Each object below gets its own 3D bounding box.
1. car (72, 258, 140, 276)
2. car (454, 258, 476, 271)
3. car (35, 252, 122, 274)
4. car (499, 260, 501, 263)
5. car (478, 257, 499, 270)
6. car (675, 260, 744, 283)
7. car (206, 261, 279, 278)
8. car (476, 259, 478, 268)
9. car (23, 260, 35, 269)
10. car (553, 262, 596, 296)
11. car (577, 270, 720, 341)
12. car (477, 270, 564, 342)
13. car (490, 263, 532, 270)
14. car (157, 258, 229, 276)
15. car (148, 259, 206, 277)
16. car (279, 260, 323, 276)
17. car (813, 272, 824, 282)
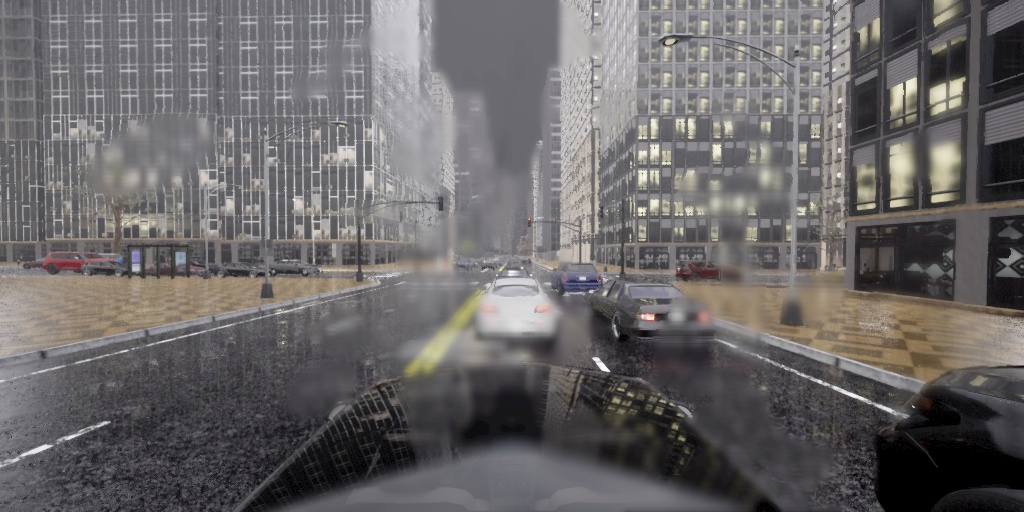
[{"bbox_3d":[-34.067,1.069,30.611,4.313,1.339,1.948,0,0,1],"label":"car"},{"bbox_3d":[-6.576,1.068,49.264,2.097,1.767,4.553,0,0,1],"label":"car"},{"bbox_3d":[-40.008,0.628,33.375,5.566,2.045,2.150,1,1,1],"label":"car"},{"bbox_3d":[-3.267,1.304,61.006,1.895,1.301,4.718,0,0,0],"label":"car"},{"bbox_3d":[-3.292,1.262,51.245,2.033,1.411,5.357,0,0,0],"label":"car"},{"bbox_3d":[16.222,1.269,29.727,5.009,1.841,2.192,0,0,1],"label":"car"},{"bbox_3d":[-22.703,1.174,30.294,4.313,1.339,1.948,0,0,1],"label":"car"},{"bbox_3d":[-6.529,1.211,58.361,1.837,1.490,4.892,0,0,0],"label":"car"},{"bbox_3d":[-50.932,0.793,39.405,4.207,1.307,1.802,0,0,1],"label":"car"},{"bbox_3d":[3.367,1.093,19.185,2.097,1.767,4.553,0,0,0],"label":"car"},{"bbox_3d":[3.360,1.293,9.800,2.033,1.411,5.357,0,0,0],"label":"car"},{"bbox_3d":[0.107,1.272,9.662,1.812,1.442,4.674,0,0,0],"label":"car"},{"bbox_3d":[0.116,1.288,18.906,2.033,1.411,5.357,0,0,0],"label":"car"},{"bbox_3d":[-29.408,0.981,33.145,5.008,1.535,1.882,1,1,1],"label":"car"},{"bbox_3d":[-28.387,1.138,30.432,4.207,1.307,1.802,0,0,1],"label":"car"},{"bbox_3d":[-19.997,1.080,32.944,4.902,1.511,2.128,1,1,1],"label":"car"},{"bbox_3d":[27.670,1.579,29.518,4.829,1.417,1.751,0,0,1],"label":"car"}]
